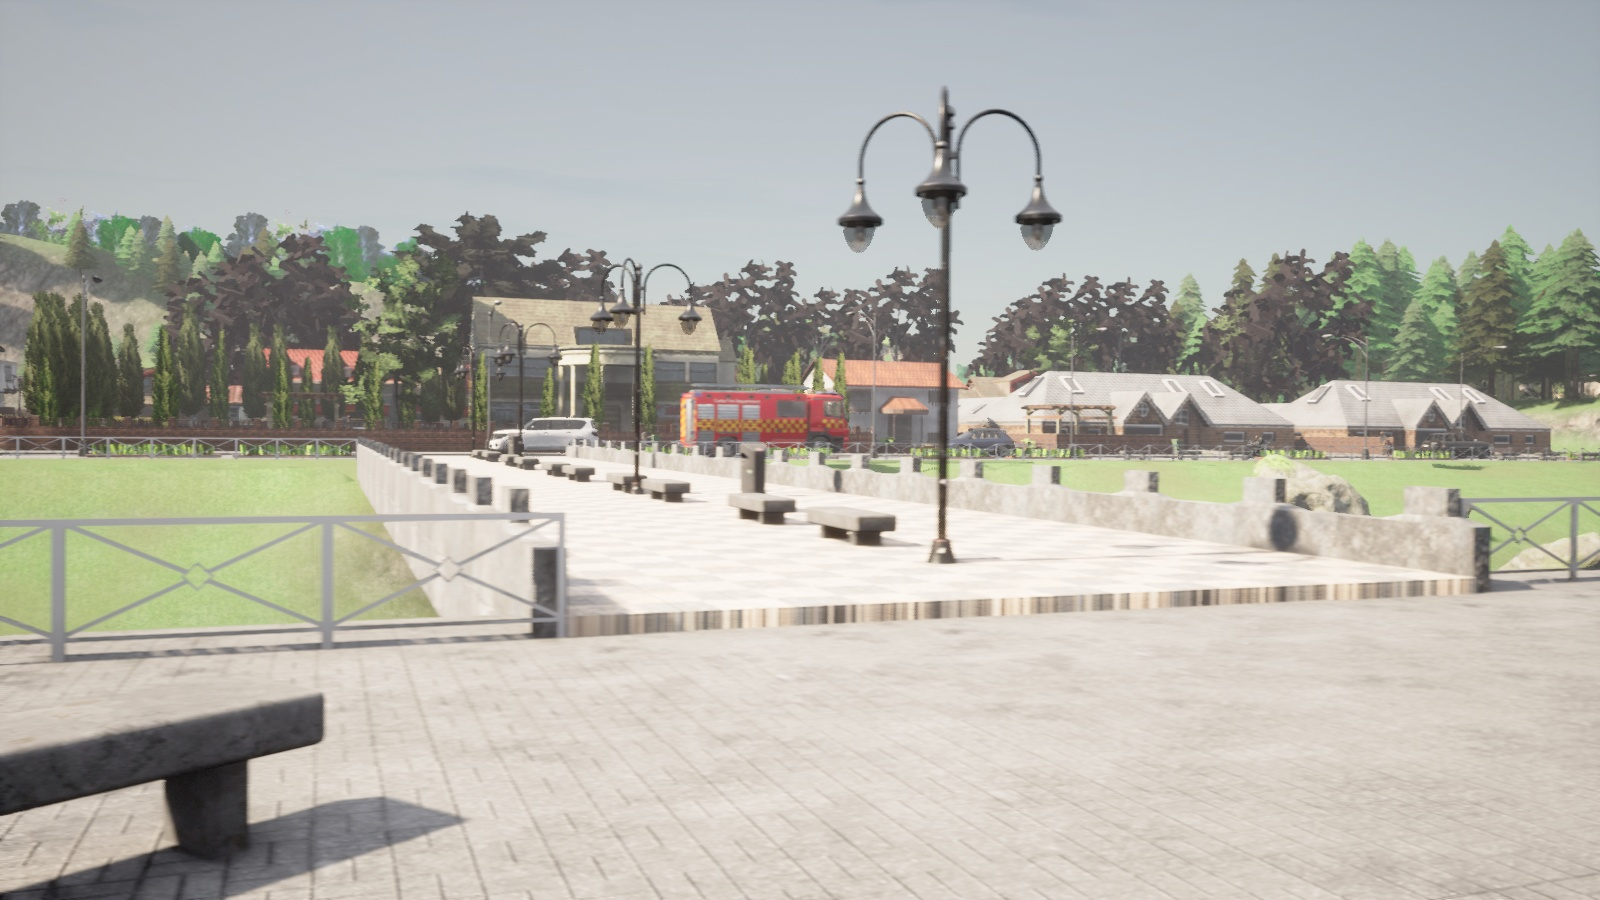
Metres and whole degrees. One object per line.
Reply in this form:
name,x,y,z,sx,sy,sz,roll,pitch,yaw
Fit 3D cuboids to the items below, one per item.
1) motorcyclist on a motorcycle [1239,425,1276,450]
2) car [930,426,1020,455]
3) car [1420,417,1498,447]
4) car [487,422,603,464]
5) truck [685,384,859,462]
motorcyclist on a motorcycle,29.495,-0.803,80.934,2.191,1.530,0.866,-1,1,-21
car,10.255,-0.581,73.633,4.856,1.649,2.033,-1,1,-21
car,42.897,-1.179,81.738,4.605,1.855,1.932,-1,1,-21
car,-13.145,-0.394,64.753,5.566,2.045,2.150,-1,1,-21
truck,-1.443,-1.407,64.904,8.468,3.827,2.891,-1,1,-21
